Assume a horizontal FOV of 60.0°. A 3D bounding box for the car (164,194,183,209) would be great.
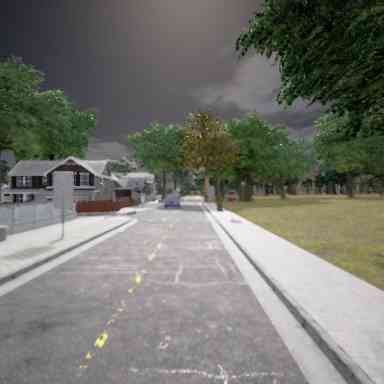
[{"bbox_3d":[-2.736,1.332,47.280,2.150,2.045,5.566,0,2,0],"label":"car"}]
